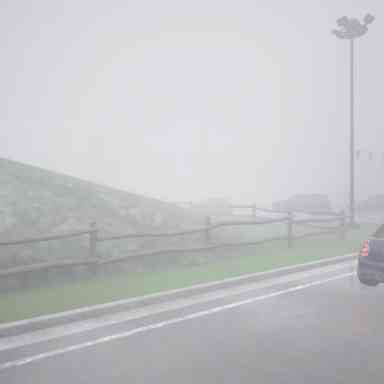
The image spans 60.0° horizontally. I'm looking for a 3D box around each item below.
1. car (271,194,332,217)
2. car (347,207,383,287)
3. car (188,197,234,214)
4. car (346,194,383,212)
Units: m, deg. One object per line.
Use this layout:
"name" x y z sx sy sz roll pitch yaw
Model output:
"car" 10.394 1.218 31.805 5.566 2.045 2.150 0 0 38
"car" 6.097 1.351 8.143 4.553 1.767 2.097 0 0 -35
"car" 1.802 1.349 33.450 4.553 1.767 2.097 0 0 32
"car" 17.145 1.218 30.396 5.566 2.045 2.150 0 0 42
